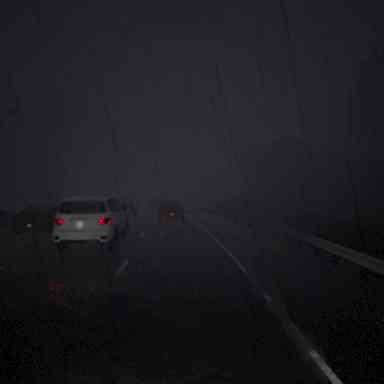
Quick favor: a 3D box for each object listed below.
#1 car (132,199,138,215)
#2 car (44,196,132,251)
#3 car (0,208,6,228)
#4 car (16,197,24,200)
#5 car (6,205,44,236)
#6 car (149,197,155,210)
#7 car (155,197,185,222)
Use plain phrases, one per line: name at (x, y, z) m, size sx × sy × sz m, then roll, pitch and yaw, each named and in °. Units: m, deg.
car at (-6.257, 1.412, 32.579) m, size 1.812 × 1.442 × 4.674 m, roll 0°, pitch 0°, yaw -9°
car at (-4.058, 1.174, 14.095) m, size 2.150 × 2.045 × 5.566 m, roll 0°, pitch 0°, yaw -4°
car at (-11.456, 1.470, 18.442) m, size 1.812 × 1.442 × 4.674 m, roll 0°, pitch 0°, yaw -5°
car at (-32.170, 1.328, 63.233) m, size 2.128 × 1.511 × 4.902 m, roll 0°, pitch 0°, yaw -19°
car at (-7.913, 1.419, 18.168) m, size 1.882 × 1.535 × 5.008 m, roll 0°, pitch 0°, yaw -5°
car at (-4.212, 1.331, 40.805) m, size 1.882 × 1.535 × 5.008 m, roll 0°, pitch 0°, yaw -11°
car at (-1.667, 1.386, 25.291) m, size 1.882 × 1.535 × 5.008 m, roll 0°, pitch 0°, yaw -7°
